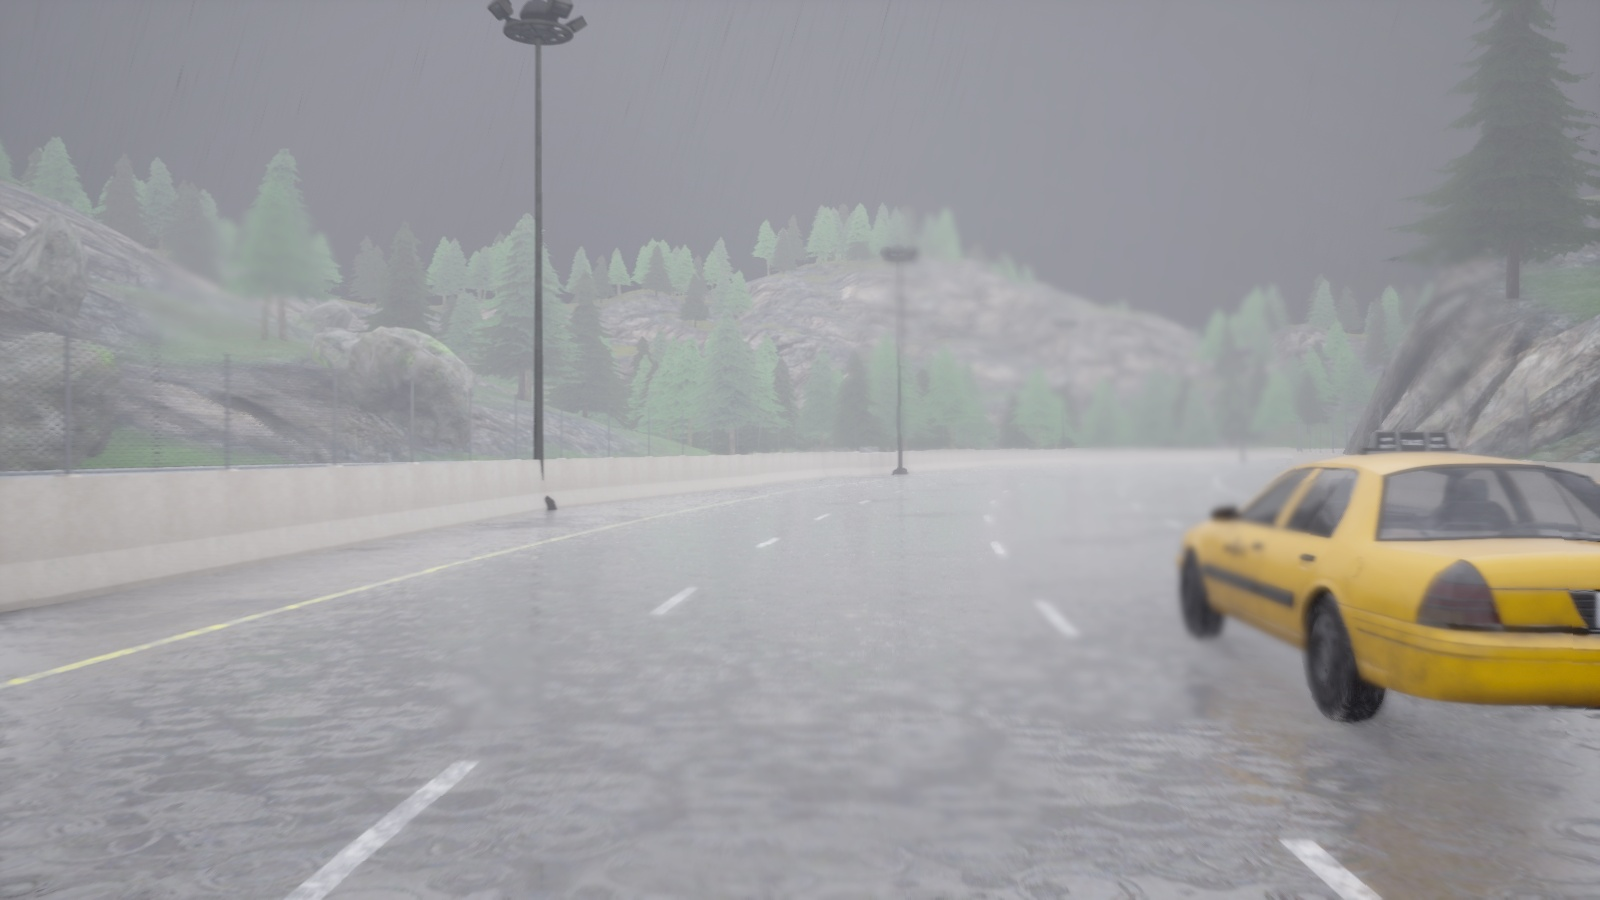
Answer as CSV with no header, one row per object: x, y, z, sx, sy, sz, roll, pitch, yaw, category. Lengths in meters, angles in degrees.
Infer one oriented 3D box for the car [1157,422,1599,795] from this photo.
3.793,0.670,7.966,1.801,1.575,5.366,0,0,3,car
